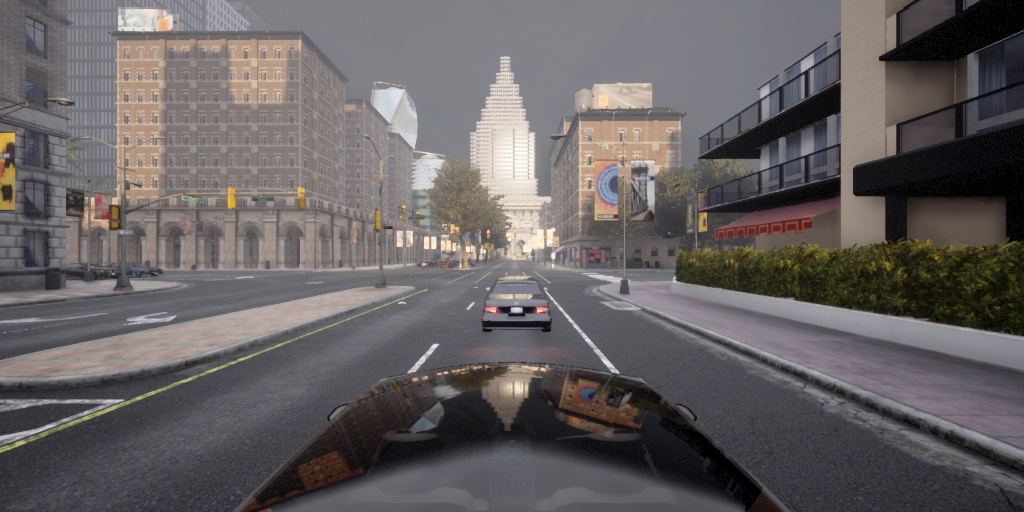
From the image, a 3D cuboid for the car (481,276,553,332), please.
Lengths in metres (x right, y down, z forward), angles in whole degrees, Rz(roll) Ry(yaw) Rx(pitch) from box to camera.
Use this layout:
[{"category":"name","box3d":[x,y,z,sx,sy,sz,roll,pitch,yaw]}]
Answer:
[{"category":"car","box3d":[0.144,1.297,10.812,2.033,1.411,5.357,0,0,1]}]

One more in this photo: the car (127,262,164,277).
[{"category":"car","box3d":[-37.008,1.297,34.629,5.357,1.411,2.033,0,0,0]}]

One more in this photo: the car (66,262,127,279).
[{"category":"car","box3d":[-36.943,1.276,31.137,4.674,1.442,1.812,0,0,0]}]

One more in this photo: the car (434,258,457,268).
[{"category":"car","box3d":[-11.066,1.103,59.740,2.097,1.767,4.553,0,0,1]}]

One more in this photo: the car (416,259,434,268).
[{"category":"car","box3d":[-14.536,1.241,61.624,2.128,1.511,4.902,0,0,1]}]
